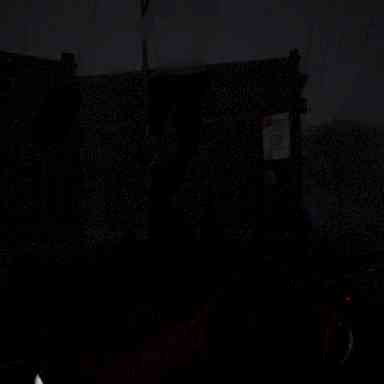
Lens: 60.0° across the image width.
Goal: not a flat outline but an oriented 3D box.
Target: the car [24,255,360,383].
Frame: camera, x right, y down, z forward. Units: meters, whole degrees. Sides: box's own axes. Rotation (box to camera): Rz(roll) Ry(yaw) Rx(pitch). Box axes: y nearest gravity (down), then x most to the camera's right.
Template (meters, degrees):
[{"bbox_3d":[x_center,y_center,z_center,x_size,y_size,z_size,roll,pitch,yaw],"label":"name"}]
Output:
[{"bbox_3d":[0.235,1.577,4.174,4.181,1.385,1.994,0,0,-36],"label":"car"}]
